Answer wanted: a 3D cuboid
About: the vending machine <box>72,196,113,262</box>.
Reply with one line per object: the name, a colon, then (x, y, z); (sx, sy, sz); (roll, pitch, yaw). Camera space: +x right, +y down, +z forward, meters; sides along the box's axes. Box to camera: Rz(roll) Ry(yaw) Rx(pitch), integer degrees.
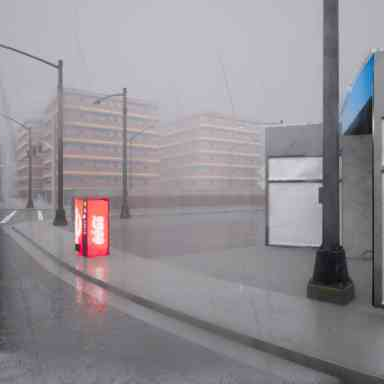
vending machine: (-3.388, 1.195, 11.293); (1.100, 2.100, 0.880); (0, 0, -36)
